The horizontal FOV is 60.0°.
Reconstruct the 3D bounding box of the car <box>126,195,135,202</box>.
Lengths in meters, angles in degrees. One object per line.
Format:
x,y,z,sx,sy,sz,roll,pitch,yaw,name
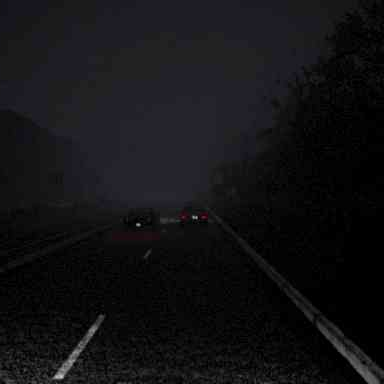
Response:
-15.320,1.611,77.016,1.946,1.575,5.366,0,0,0,car

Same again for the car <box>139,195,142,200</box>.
-15.360,1.639,88.068,1.946,1.575,5.366,0,0,0,car

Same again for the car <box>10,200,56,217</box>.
-15.172,1.501,31.344,2.231,1.521,4.892,0,0,0,car

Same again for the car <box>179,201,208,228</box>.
0.099,1.600,22.717,2.033,1.411,5.357,0,0,0,car

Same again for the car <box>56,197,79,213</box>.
-15.147,1.514,38.216,1.946,1.575,5.366,0,0,0,car

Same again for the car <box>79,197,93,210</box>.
-15.172,1.406,43.958,2.185,1.767,4.553,0,0,0,car

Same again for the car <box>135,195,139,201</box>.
-15.343,1.503,82.759,2.185,1.767,4.553,0,0,0,car

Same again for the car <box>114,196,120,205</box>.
-15.248,1.574,60.632,2.231,1.521,4.892,0,0,0,car

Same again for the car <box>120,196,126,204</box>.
-15.271,1.588,66.158,2.231,1.521,4.892,0,0,0,car

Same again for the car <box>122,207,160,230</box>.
-3.151,1.651,21.755,1.895,1.301,4.718,0,0,0,car

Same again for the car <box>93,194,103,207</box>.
-15.196,1.542,49.266,1.946,1.575,5.366,0,0,0,car

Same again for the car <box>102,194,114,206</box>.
-15.221,1.308,54.949,2.435,2.045,5.566,0,0,0,car
